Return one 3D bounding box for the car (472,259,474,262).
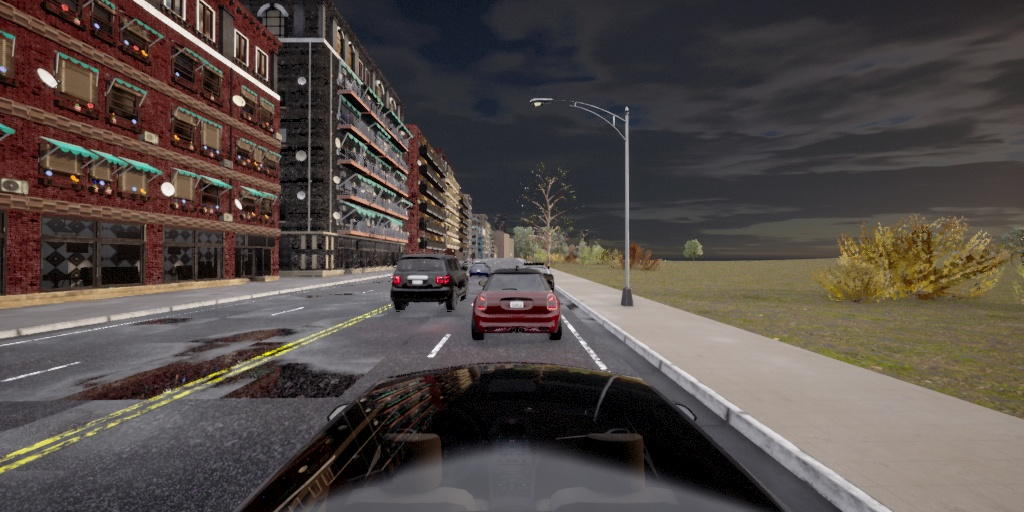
[{"bbox_3d":[-3.072,1.316,35.232,1.994,1.385,4.181,0,0,0],"label":"car"}]

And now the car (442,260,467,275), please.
[{"bbox_3d":[-6.509,1.243,41.086,2.128,1.511,4.902,0,0,0],"label":"car"}]

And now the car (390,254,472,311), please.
[{"bbox_3d":[-3.122,0.971,14.544,2.150,2.045,5.566,0,0,0],"label":"car"}]

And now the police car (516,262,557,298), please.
[{"bbox_3d":[1.178,1.177,19.604,1.930,1.638,5.238,0,0,0],"label":"police car"}]

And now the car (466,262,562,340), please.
[{"bbox_3d":[0.114,1.103,10.109,2.097,1.767,4.553,0,0,0],"label":"car"}]
